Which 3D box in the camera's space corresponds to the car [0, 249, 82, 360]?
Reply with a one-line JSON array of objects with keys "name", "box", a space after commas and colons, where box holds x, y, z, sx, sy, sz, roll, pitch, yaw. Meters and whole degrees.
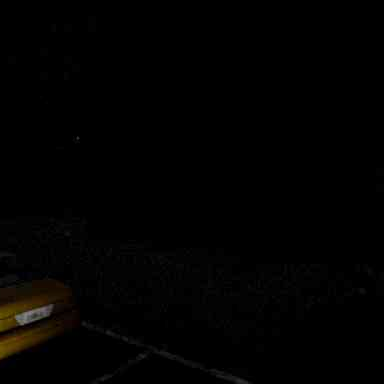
[{"name": "car", "box": [-3.852, 1.506, 5.531, 4.829, 1.417, 1.752, 0, 1, 35]}]
